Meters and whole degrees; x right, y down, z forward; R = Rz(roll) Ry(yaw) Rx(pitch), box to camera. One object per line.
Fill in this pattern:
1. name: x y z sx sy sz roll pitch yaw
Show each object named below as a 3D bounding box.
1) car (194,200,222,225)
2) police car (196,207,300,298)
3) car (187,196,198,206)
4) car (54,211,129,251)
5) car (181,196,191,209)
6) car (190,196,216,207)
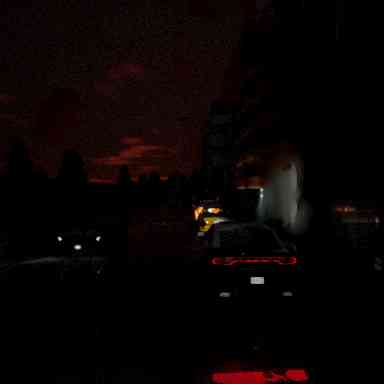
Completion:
1. car: 1.211 1.456 18.731 1.801 1.575 5.366 0 0 0
2. police car: 1.193 1.420 8.653 1.930 1.638 5.238 0 0 0
3. car: 0.033 1.505 56.666 1.837 1.490 4.892 0 0 0
4. car: -3.991 1.547 14.274 2.033 1.411 5.357 0 0 0
5. car: 0.051 1.491 44.485 2.128 1.511 4.902 0 0 1
6. car: 1.161 1.300 24.511 2.097 1.767 4.553 -3 0 0
